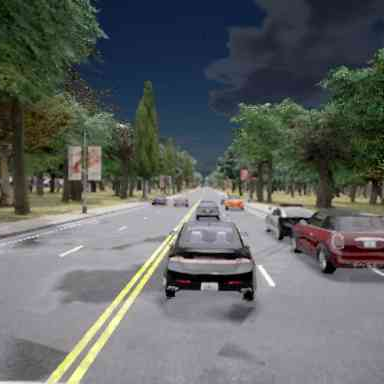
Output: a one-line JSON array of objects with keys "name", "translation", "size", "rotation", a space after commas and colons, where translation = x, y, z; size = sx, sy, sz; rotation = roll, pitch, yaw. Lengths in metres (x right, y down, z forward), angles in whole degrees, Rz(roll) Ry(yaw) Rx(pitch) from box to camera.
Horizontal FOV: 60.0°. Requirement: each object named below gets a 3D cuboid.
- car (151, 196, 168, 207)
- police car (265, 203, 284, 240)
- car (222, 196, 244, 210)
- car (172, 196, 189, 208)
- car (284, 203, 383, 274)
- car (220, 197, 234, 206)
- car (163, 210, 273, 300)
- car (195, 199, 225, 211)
[{"name": "car", "translation": [-4.521, 1.303, 47.133], "size": [2.033, 1.411, 5.357], "rotation": [1, 0, 3]}, {"name": "police car", "translation": [4.931, 1.397, 16.787], "size": [1.930, 1.638, 5.238], "rotation": [1, 0, 3]}, {"name": "car", "translation": [5.073, 1.225, 40.438], "size": [2.097, 1.767, 4.553], "rotation": [1, 0, 3]}, {"name": "car", "translation": [-1.395, 1.322, 44.417], "size": [1.812, 1.442, 4.674], "rotation": [1, 0, 3]}, {"name": "car", "translation": [4.656, 1.346, 10.652], "size": [2.097, 1.767, 4.553], "rotation": [1, 0, 3]}, {"name": "car", "translation": [5.601, 1.428, 53.522], "size": [1.895, 1.301, 4.718], "rotation": [1, 0, 3]}, {"name": "car", "translation": [0.421, 1.456, 8.332], "size": [2.128, 1.511, 4.902], "rotation": [1, 0, 3]}, {"name": "car", "translation": [1.232, 1.443, 26.348], "size": [2.033, 1.411, 5.357], "rotation": [1, 0, 3]}]
